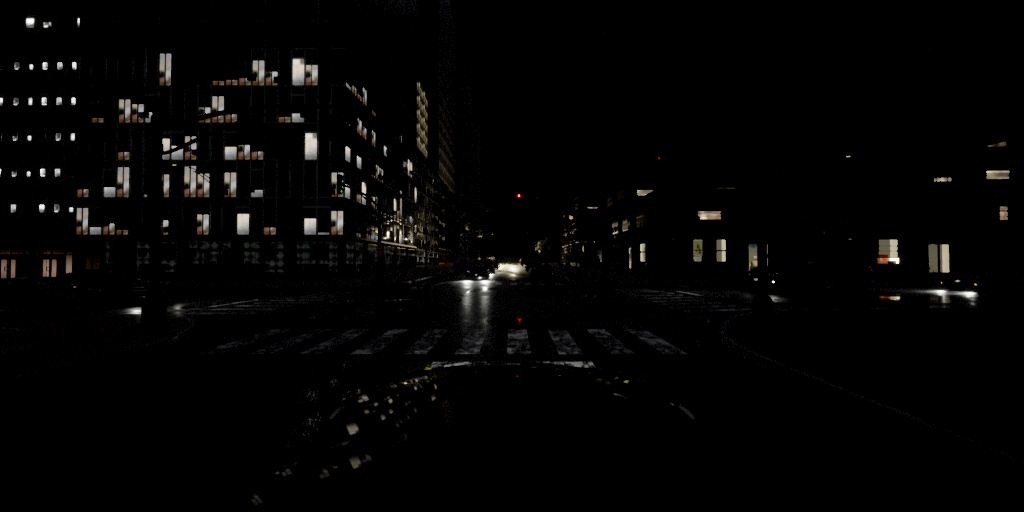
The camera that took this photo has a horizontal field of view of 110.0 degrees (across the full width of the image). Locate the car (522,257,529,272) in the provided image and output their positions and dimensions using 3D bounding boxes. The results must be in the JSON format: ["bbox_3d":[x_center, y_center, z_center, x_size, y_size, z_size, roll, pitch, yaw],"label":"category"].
[{"bbox_3d":[2.772,1.070,46.336,2.192,1.841,5.009,0,0,0],"label":"car"}]

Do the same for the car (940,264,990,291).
[{"bbox_3d":[25.012,1.094,18.495,4.181,1.385,1.994,-1,-1,1],"label":"car"}]

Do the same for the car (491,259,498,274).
[{"bbox_3d":[-3.025,1.318,42.035,1.994,1.385,4.181,0,0,0],"label":"car"}]

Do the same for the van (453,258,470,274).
[{"bbox_3d":[-5.619,1.096,40.639,1.690,1.789,3.998,0,0,0],"label":"van"}]

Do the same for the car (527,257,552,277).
[{"bbox_3d":[2.751,1.194,34.988,1.967,1.591,4.097,0,0,0],"label":"car"}]

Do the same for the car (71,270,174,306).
[{"bbox_3d":[-17.868,1.359,15.798,5.008,1.535,1.882,-1,-1,1],"label":"car"}]

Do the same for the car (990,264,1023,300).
[{"bbox_3d":[20.709,0.994,12.751,4.829,1.417,1.751,0,0,1],"label":"car"}]

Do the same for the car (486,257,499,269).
[{"bbox_3d":[-2.994,1.303,54.917,2.033,1.411,5.357,0,0,0],"label":"car"}]

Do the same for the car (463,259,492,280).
[{"bbox_3d":[-3.019,1.280,32.087,1.812,1.442,4.674,0,0,-1],"label":"car"}]

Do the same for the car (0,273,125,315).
[{"bbox_3d":[-17.399,1.412,13.186,4.207,1.307,1.802,0,0,1],"label":"car"}]

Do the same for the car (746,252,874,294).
[{"bbox_3d":[15.386,0.844,18.644,5.566,2.045,2.150,0,-1,-1],"label":"car"}]
